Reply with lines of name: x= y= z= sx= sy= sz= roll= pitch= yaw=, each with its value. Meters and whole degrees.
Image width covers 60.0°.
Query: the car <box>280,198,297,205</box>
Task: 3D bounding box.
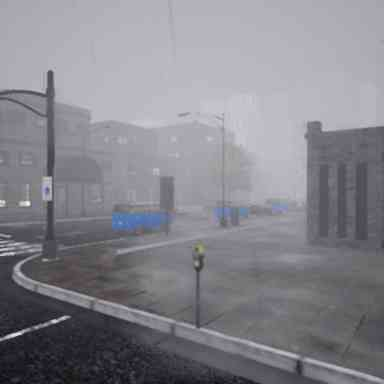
car: x=18.873 y=1.806 z=65.088 sx=1.887 sy=1.381 sz=4.507 roll=0 pitch=0 yaw=35

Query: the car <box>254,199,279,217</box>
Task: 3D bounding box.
car: x=6.697 y=1.717 z=33.138 sx=1.887 sy=1.381 sz=4.507 roll=0 pitch=0 yaw=35

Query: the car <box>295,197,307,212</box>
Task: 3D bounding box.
car: x=13.137 y=1.733 z=42.319 sx=1.752 sy=1.417 sz=4.829 roll=0 pitch=0 yaw=35

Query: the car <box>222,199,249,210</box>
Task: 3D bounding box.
car: x=6.189 y=1.729 z=47.007 sx=1.887 sy=1.381 sz=4.507 roll=0 pitch=0 yaw=35

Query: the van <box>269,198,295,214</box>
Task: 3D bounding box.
van: x=9.869 y=1.530 z=37.659 sx=1.690 sy=1.788 sz=3.998 roll=0 pitch=0 yaw=35

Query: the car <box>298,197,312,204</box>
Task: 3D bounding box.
car: x=25.117 y=1.829 z=73.989 sx=1.752 sy=1.417 sz=4.829 roll=0 pitch=0 yaw=35

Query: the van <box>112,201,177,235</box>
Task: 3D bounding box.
van: x=-2.816 y=1.468 z=19.577 sx=1.690 sy=1.788 sz=3.998 roll=0 pitch=0 yaw=35

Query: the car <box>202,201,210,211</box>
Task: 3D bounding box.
car: x=3.019 y=1.607 z=42.487 sx=1.967 sy=1.590 sz=4.097 roll=0 pitch=0 yaw=35

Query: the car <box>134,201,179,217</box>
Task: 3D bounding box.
car: x=-3.422 y=1.659 z=33.306 sx=1.752 sy=1.417 sz=4.829 roll=0 pitch=0 yaw=35

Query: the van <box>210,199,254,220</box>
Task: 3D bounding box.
van: x=3.526 y=1.497 z=28.619 sx=1.690 sy=1.788 sz=3.998 roll=0 pitch=0 yaw=35

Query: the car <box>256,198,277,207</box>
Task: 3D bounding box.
car: x=12.531 y=1.766 z=56.047 sx=1.887 sy=1.381 sz=4.507 roll=0 pitch=0 yaw=35

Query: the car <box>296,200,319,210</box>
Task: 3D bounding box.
car: x=16.210 y=1.791 z=46.699 sx=1.947 sy=1.339 sz=4.313 roll=0 pitch=0 yaw=35
